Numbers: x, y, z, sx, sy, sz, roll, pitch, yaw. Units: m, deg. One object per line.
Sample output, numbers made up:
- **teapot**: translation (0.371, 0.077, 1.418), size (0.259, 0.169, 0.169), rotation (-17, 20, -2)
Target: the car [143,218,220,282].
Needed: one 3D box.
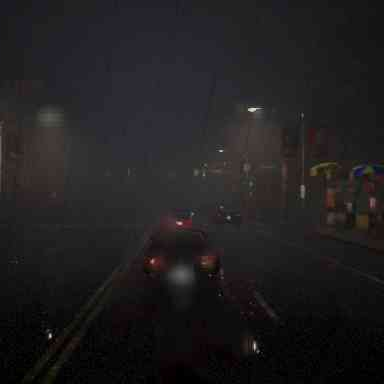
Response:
- **car**: translation (-0.335, 1.719, 10.166), size (1.895, 1.301, 4.718), rotation (0, -1, -2)

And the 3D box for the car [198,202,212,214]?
- **car**: translation (1.799, 1.954, 41.330), size (2.128, 1.511, 4.902), rotation (0, -1, -2)

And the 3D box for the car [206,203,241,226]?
- **car**: translation (2.546, 1.849, 25.997), size (1.994, 1.385, 4.181), rotation (0, -1, -3)

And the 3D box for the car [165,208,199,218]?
- **car**: translation (-0.813, 1.810, 21.303), size (1.994, 1.385, 4.181), rotation (0, -1, -3)
